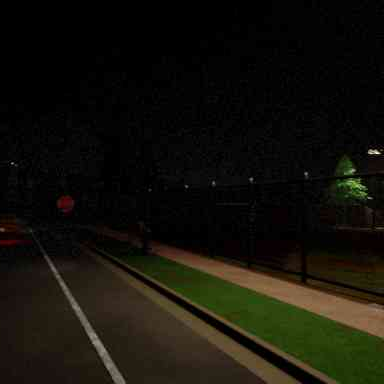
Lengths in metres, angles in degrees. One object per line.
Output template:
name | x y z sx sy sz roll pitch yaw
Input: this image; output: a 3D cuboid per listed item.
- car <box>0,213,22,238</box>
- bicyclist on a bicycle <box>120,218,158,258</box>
car | -12.561 2.177 22.257 1.882 1.535 5.008 3 -3 -28
bicyclist on a bicycle | -2.199 1.936 13.987 1.656 1.620 0.582 3 -3 -28
